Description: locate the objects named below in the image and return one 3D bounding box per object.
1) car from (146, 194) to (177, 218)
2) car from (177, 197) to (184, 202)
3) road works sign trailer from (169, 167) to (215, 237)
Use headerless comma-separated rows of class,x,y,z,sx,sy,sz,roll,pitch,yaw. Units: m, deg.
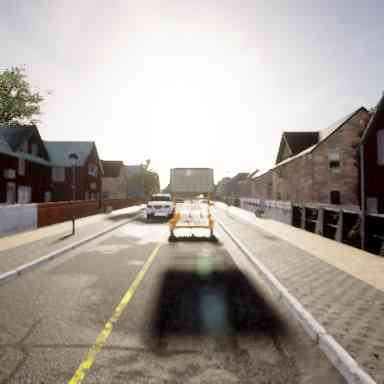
car,-2.845,1.213,30.425,2.150,2.045,5.566,0,0,0
car,-2.744,1.704,71.170,1.994,1.385,4.181,0,0,0
road works sign trailer,-0.002,0.442,17.819,2.380,3.560,2.880,0,0,1
